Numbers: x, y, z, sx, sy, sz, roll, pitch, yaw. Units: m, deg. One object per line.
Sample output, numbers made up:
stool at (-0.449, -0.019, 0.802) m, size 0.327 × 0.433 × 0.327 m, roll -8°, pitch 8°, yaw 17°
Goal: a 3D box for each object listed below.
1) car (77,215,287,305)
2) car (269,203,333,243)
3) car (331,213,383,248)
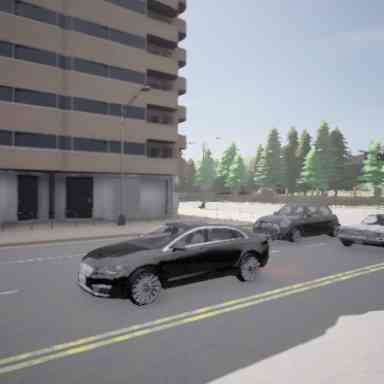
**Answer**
car at (-0.208, 1.486, 8.122) m, size 4.902 × 1.511 × 2.128 m, roll 0°, pitch 0°, yaw -35°
car at (5.097, 1.344, 16.086) m, size 4.553 × 1.767 × 2.097 m, roll 0°, pitch 0°, yaw -35°
car at (8.142, 1.598, 13.938) m, size 4.718 × 1.301 × 1.895 m, roll 0°, pitch 0°, yaw -35°
